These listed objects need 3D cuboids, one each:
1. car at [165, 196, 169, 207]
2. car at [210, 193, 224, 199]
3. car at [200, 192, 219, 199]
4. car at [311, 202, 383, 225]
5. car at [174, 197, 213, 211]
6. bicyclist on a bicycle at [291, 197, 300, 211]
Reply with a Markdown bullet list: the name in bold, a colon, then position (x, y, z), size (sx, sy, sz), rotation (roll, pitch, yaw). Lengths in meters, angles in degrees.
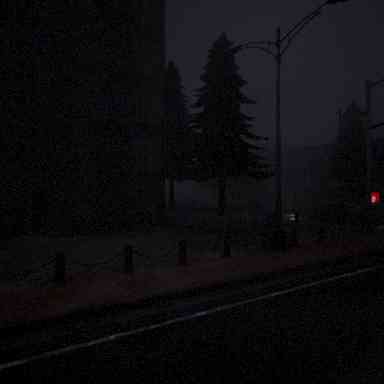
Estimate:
- **car**: position (-3.646, 1.616, 50.434), size (1.895, 1.301, 4.718), rotation (0, 0, -34)
- **car**: position (7.168, 1.092, 94.497), size (1.905, 1.878, 3.866), rotation (0, 0, -37)
- **car**: position (5.081, 1.113, 92.433), size (1.932, 1.855, 4.605), rotation (0, 0, -37)
- **car**: position (11.224, 1.493, 24.406), size (1.882, 1.535, 5.008), rotation (0, 0, -36)
- **car**: position (0.184, 1.579, 39.110), size (1.994, 1.385, 4.181), rotation (0, 0, -37)
- **bicyclist on a bicycle**: position (11.427, 1.316, 36.632), size (1.656, 1.620, 0.582), rotation (0, 0, -37)
